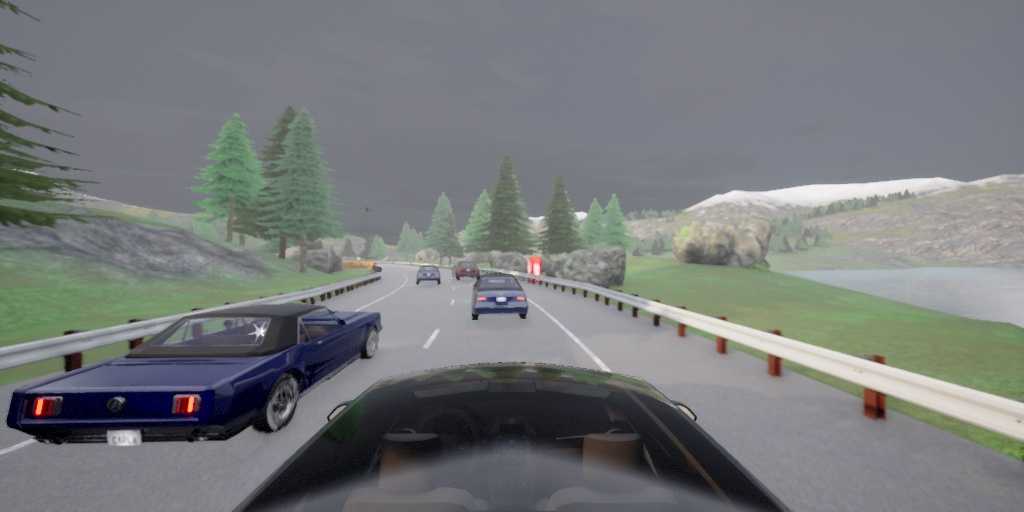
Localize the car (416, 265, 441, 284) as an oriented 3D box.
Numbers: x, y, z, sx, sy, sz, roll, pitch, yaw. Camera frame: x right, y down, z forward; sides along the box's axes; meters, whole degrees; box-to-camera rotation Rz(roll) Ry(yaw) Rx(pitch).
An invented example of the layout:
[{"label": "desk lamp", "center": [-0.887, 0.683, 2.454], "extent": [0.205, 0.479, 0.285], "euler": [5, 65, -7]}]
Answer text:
[{"label": "car", "center": [-6.652, 1.431, 28.600], "extent": [2.033, 1.411, 5.357], "euler": [0, 0, -13]}]

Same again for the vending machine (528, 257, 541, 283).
[{"label": "vending machine", "center": [1.832, 1.049, 28.816], "extent": [1.100, 2.100, 0.880], "euler": [0, 0, -12]}]

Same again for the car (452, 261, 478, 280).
[{"label": "car", "center": [-4.360, 1.247, 33.473], "extent": [2.097, 1.767, 4.553], "euler": [0, 0, -15]}]

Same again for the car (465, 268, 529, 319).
[{"label": "car", "center": [-0.557, 1.346, 13.146], "extent": [2.033, 1.411, 5.357], "euler": [0, 0, -6]}]

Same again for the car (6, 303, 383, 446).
[{"label": "car", "center": [-3.587, 1.379, 5.482], "extent": [1.895, 1.301, 4.718], "euler": [0, 0, -2]}]
